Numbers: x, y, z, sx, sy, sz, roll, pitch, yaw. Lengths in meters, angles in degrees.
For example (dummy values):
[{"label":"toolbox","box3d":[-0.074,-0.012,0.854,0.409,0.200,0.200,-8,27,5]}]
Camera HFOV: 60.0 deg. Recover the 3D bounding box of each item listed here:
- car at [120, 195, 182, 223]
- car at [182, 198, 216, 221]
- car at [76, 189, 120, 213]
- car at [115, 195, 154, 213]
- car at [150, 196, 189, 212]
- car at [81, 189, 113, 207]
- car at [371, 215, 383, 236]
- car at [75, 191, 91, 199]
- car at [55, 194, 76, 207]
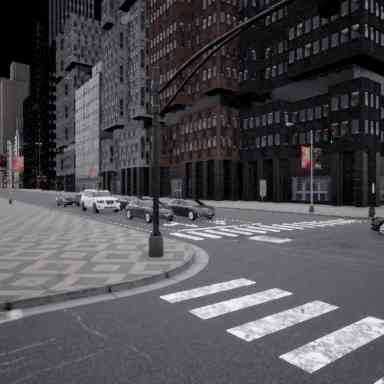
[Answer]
[{"label":"car","box3d":[-3.013,1.240,23.299,1.837,1.490,4.892,0,1,-36]},{"label":"car","box3d":[-0.248,1.239,24.979,1.837,1.490,4.892,0,1,-38]},{"label":"car","box3d":[-8.698,0.819,31.185,2.150,2.045,5.566,0,1,-36]},{"label":"car","box3d":[-5.689,1.107,32.569,1.837,1.490,4.892,0,1,-36]},{"label":"car","box3d":[-2.339,1.176,33.819,1.994,1.385,4.181,0,1,-36]},{"label":"car","box3d":[-11.835,0.671,41.111,2.150,2.045,5.566,0,1,-35]},{"label":"car","box3d":[10.949,1.436,15.396,1.837,1.490,4.892,0,1,-36]},{"label":"car","box3d":[-21.843,0.563,66.416,1.812,1.442,4.674,0,1,-36]},{"label":"car","box3d":[-14.909,0.991,39.808,2.033,1.411,5.357,0,1,-36]}]
